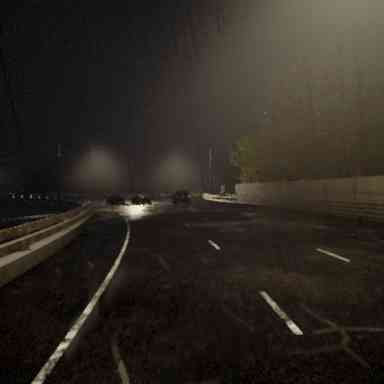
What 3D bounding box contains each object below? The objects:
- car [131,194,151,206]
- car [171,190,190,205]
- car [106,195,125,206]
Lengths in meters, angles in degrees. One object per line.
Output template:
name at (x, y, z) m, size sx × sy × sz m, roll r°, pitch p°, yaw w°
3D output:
car at (-7.187, 1.067, 46.423) m, size 2.128 × 1.511 × 4.902 m, roll -1°, pitch 1°, yaw -25°
car at (-1.620, 0.736, 47.223) m, size 2.150 × 2.045 × 5.566 m, roll -1°, pitch 1°, yaw -10°
car at (-10.429, 1.126, 45.058) m, size 1.837 × 1.490 × 4.892 m, roll -1°, pitch 1°, yaw -25°
